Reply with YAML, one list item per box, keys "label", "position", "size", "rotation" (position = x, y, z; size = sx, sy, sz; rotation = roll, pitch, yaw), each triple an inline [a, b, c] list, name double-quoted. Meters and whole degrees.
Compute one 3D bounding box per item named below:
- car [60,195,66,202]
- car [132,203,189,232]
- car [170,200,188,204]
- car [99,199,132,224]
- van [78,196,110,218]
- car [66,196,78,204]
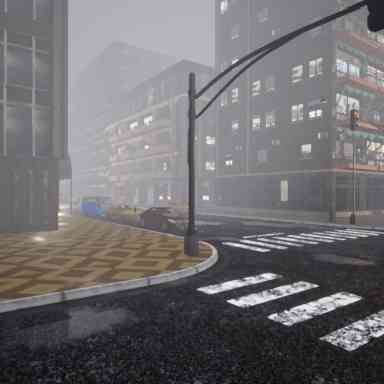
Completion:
- label: "car"
  position: [-27.877, 1.361, 70.733]
  size: [1.967, 1.590, 4.097]
  rotation: [0, 0, -36]
- label: "car"
  position: [-1.683, 1.526, 19.825]
  size: [1.802, 1.307, 4.206]
  rotation: [0, 0, -36]
- label: "car"
  position: [-1.572, 1.488, 34.051]
  size: [1.752, 1.417, 4.829]
  rotation: [0, 0, -36]
- label: "car"
  position: [-4.883, 1.459, 24.289]
  size: [1.752, 1.417, 4.829]
  rotation: [0, 0, -36]
- label: "van"
  position: [-8.282, 1.266, 29.030]
  size: [1.690, 1.788, 3.998]
  rotation: [0, 0, -36]
- label: "car"
  position: [-21.375, 1.448, 61.667]
  size: [1.752, 1.417, 4.829]
  rotation: [0, 0, -36]
